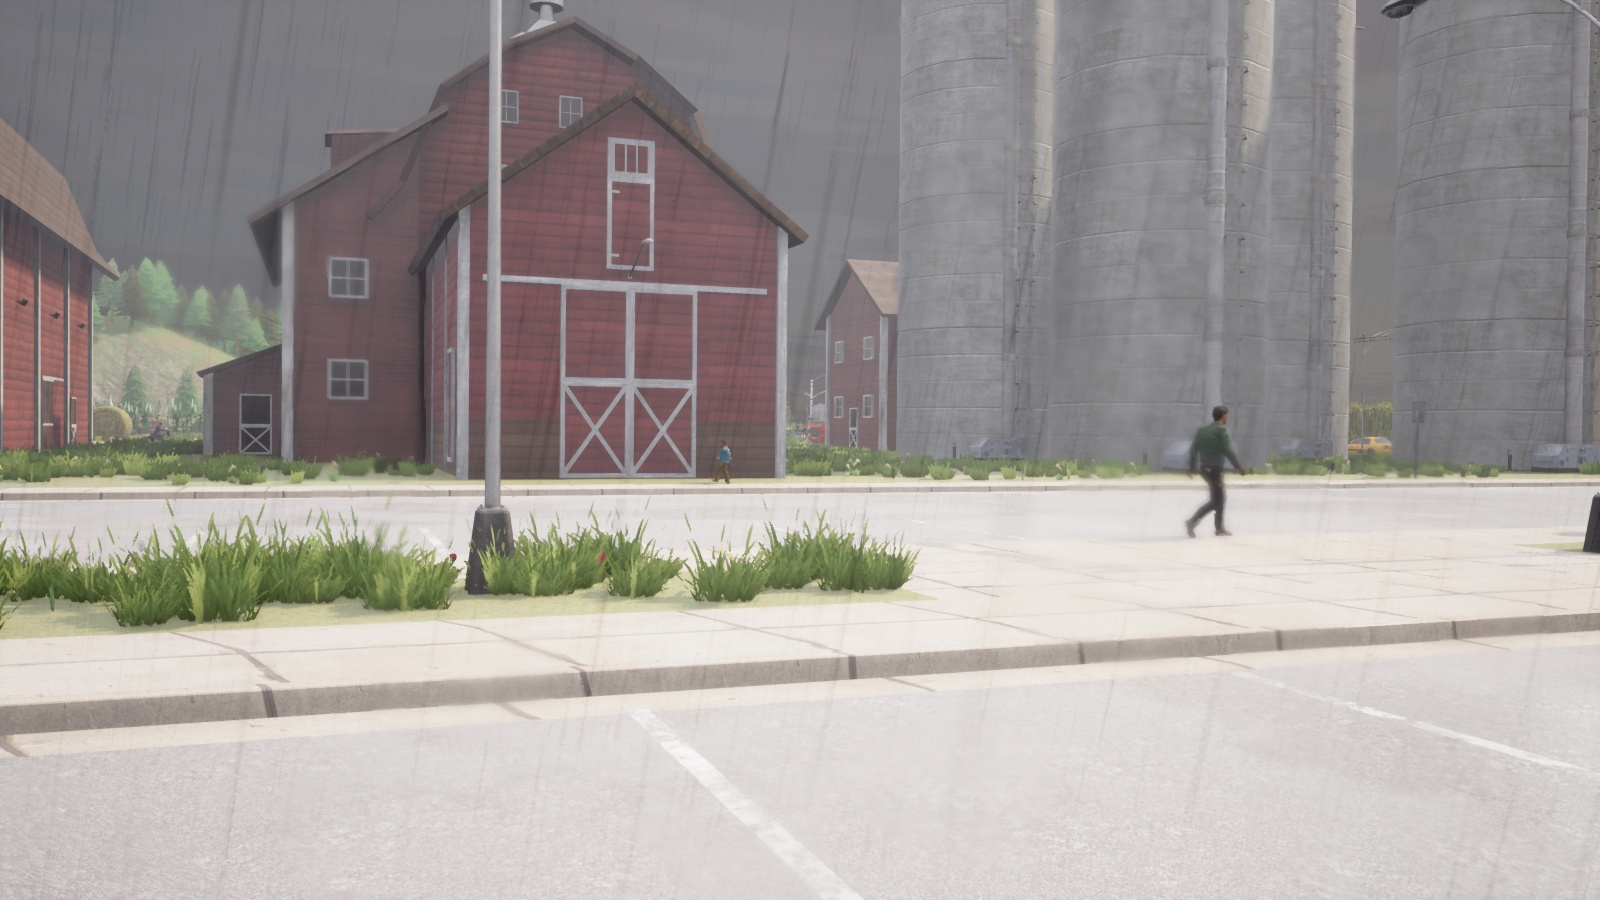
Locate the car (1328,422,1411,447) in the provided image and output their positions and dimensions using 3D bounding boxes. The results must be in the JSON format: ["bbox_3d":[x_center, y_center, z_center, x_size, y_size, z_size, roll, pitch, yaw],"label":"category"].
[{"bbox_3d":[37.977,-1.038,83.901,1.801,1.575,5.366,-1,1,-20],"label":"car"}]

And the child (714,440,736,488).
[{"bbox_3d":[-1.882,0.342,31.484,0.448,1.192,0.343,-1,1,-21],"label":"child"}]

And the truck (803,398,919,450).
[{"bbox_3d":[4.705,-2.015,96.546,8.468,3.827,2.891,-1,1,-21],"label":"truck"}]

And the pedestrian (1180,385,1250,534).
[{"bbox_3d":[5.547,0.120,16.782,0.788,1.949,0.423,-1,1,-20],"label":"pedestrian"}]
